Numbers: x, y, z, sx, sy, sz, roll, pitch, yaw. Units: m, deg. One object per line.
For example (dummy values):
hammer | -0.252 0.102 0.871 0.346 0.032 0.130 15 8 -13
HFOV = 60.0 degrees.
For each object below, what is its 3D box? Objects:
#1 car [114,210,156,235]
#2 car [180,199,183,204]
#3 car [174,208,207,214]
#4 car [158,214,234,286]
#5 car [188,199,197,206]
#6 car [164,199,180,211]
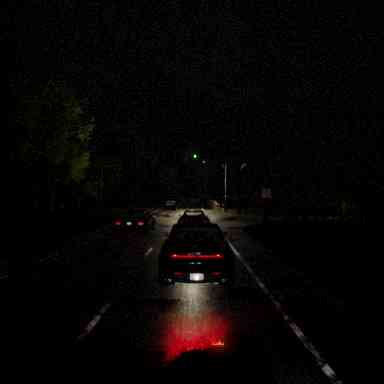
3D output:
car | -3.385 1.791 20.446 2.033 1.411 5.357 0 -1 0
car | -3.439 2.538 89.280 1.837 1.490 4.892 0 -1 0
car | 0.114 1.806 20.314 1.994 1.385 4.181 0 -1 0
car | 0.106 1.623 9.722 1.837 1.490 4.892 0 0 0
car | 0.063 2.320 72.122 1.882 1.535 5.008 0 -1 0
car | -3.365 2.102 51.866 2.128 1.511 4.902 0 -1 0
